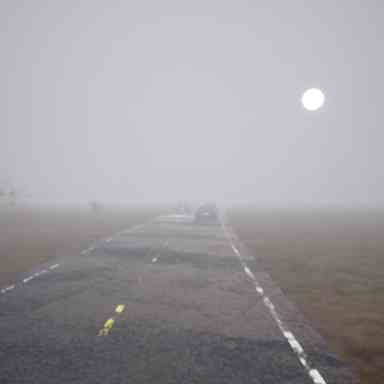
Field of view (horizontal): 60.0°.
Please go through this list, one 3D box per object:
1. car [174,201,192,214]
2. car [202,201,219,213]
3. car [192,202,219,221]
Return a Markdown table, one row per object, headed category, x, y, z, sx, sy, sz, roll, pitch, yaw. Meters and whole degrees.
| category | x | y | z | sx | sy | sz | roll | pitch | yaw |
| --- | --- | --- | --- | --- | --- | --- | --- | --- | --- |
| car | -0.954 | 1.860 | 40.645 | 2.128 | 1.511 | 4.902 | 0 | -1 | 6 |
| car | 2.549 | 1.965 | 44.159 | 1.994 | 1.385 | 4.181 | 0 | -1 | 7 |
| car | 1.363 | 1.841 | 30.421 | 1.994 | 1.385 | 4.181 | 0 | -1 | 5 |
